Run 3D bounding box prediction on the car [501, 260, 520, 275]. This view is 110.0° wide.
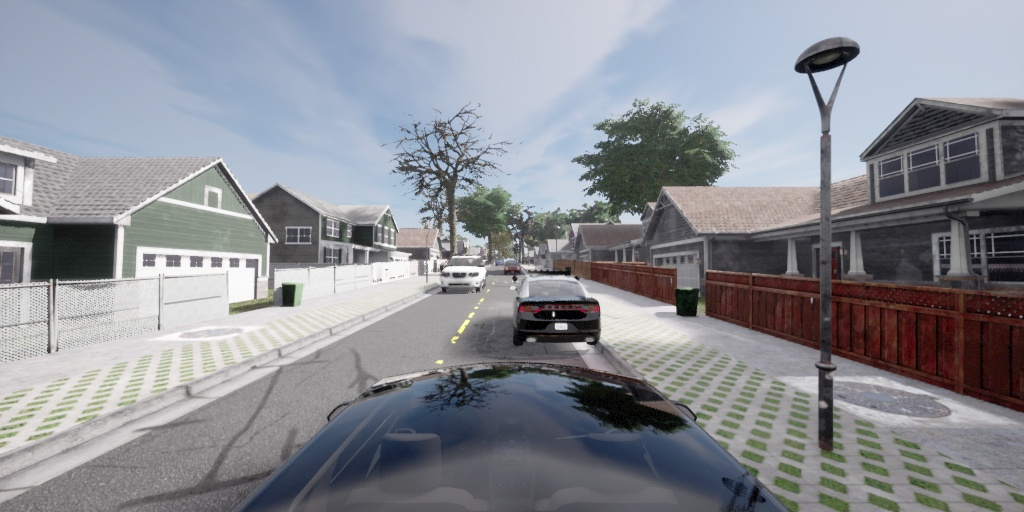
[{"bbox_3d":[0.085,1.378,39.512,1.895,1.301,4.718,0,0,0],"label":"car"}]

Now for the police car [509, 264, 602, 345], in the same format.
[{"bbox_3d":[0.964,1.178,9.616,1.930,1.638,5.238,0,0,0],"label":"police car"}]

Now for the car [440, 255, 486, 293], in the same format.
[{"bbox_3d":[-2.748,0.974,21.313,2.150,2.045,5.566,0,0,0],"label":"car"}]
